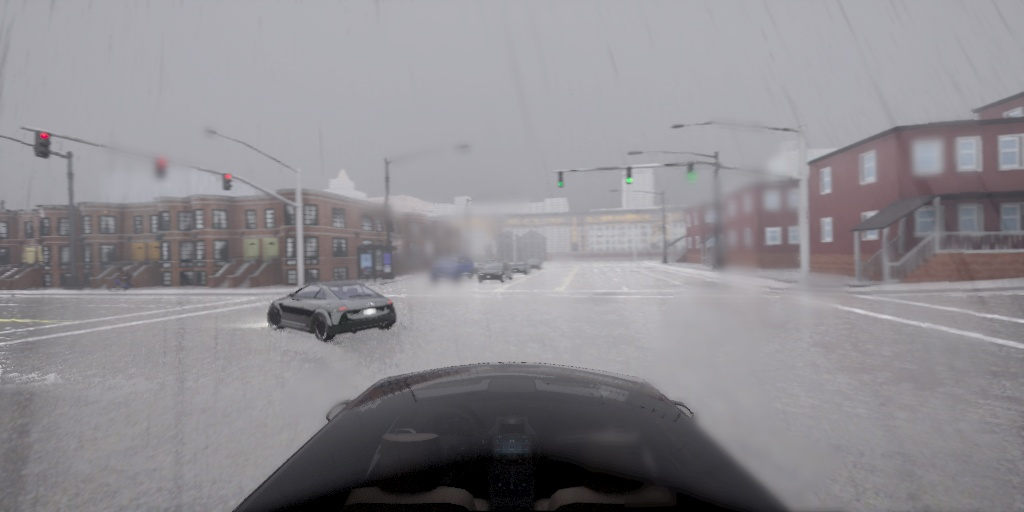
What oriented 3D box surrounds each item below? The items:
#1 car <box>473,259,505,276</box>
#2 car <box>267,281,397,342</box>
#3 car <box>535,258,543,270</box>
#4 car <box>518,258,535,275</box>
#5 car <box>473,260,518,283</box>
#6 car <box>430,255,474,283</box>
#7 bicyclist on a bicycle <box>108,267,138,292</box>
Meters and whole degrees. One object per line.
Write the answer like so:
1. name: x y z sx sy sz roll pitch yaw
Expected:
1. car: -2.409 1.189 38.627 2.128 1.511 4.902 -1 0 12
2. car: -5.195 1.407 10.227 4.181 1.385 1.994 -1 0 36
3. car: 2.906 1.059 46.638 1.837 1.490 4.892 -1 0 12
4. car: 0.727 1.195 36.570 1.994 1.385 4.181 -1 0 12
5. car: -1.172 1.206 27.662 1.837 1.490 4.892 -1 0 12
6. car: -4.551 0.997 28.615 2.150 2.045 5.566 -1 0 12
7. bicyclist on a bicycle: -26.170 1.582 24.139 0.582 1.620 1.656 -1 0 12
